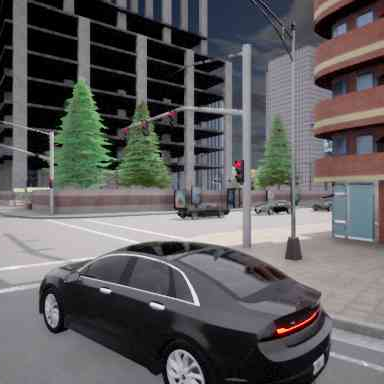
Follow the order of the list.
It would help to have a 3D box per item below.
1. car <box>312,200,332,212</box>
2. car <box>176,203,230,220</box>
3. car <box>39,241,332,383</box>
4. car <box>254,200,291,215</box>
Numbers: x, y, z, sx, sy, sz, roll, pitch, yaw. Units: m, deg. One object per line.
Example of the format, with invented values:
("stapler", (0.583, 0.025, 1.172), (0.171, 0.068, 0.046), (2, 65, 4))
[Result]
("car", (16.640, 1.410, 40.273), (4.553, 1.767, 2.097), (0, 0, -35))
("car", (0.981, 1.660, 29.061), (4.718, 1.301, 1.895), (0, 0, -36))
("car", (-0.529, 1.506, 4.996), (4.892, 1.490, 1.837), (0, 0, 41))
("car", (8.559, 1.550, 34.499), (4.902, 1.511, 2.128), (0, 0, -36))
